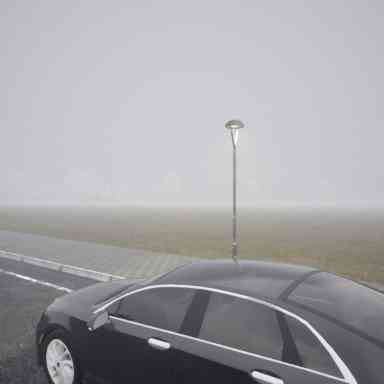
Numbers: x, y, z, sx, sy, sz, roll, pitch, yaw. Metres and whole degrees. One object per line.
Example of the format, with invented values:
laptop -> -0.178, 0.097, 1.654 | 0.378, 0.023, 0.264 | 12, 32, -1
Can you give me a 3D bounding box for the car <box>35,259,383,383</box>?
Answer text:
car -> 0.263, 1.506, 3.522 | 4.892, 1.490, 1.837 | 0, 0, 36
